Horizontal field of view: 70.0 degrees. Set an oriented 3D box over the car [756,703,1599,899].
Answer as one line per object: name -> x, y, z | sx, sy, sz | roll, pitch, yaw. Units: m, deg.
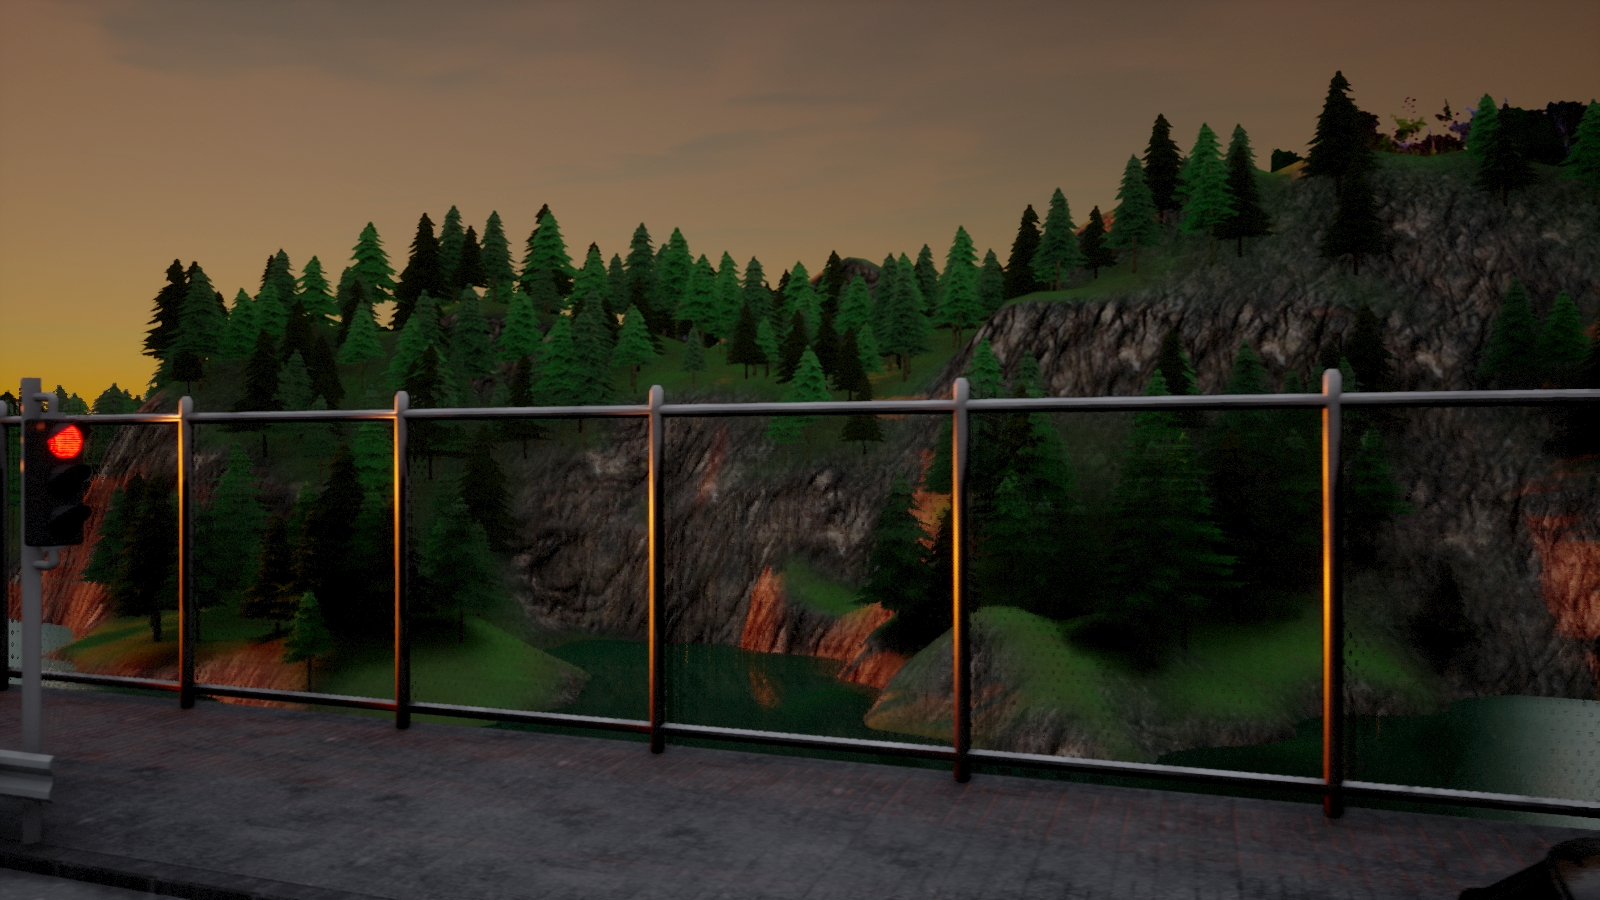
car -> 2.394, 1.905, 2.901 | 4.553, 1.767, 2.097 | 0, 0, 19
